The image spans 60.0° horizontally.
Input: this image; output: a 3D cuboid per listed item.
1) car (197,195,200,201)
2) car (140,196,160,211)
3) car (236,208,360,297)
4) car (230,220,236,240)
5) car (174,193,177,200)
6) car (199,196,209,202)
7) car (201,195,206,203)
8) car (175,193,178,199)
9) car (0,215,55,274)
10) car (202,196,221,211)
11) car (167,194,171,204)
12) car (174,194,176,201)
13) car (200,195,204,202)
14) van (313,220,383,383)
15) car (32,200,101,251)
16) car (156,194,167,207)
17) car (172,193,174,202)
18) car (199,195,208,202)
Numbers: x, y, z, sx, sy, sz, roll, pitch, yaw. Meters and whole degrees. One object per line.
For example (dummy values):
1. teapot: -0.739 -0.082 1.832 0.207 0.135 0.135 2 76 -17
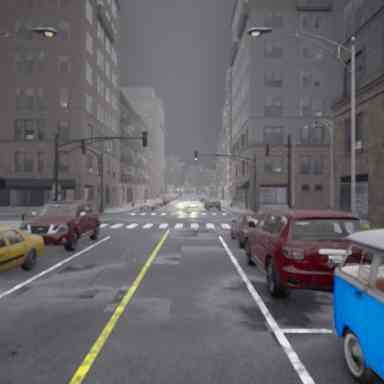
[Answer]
1. car: 2.687 1.543 68.615 2.008 1.369 4.403 0 0 0
2. car: -5.386 1.519 41.042 1.752 1.417 4.829 0 0 0
3. car: 2.643 1.314 8.519 2.192 1.841 5.009 0 0 0
4. car: 2.647 1.580 14.198 1.802 1.307 4.206 0 0 0
5. car: -5.344 1.558 79.586 1.947 1.339 4.313 0 0 0
6. car: 2.691 1.543 74.097 2.008 1.369 4.403 0 0 0
7. car: 2.671 1.538 46.688 1.887 1.381 4.507 0 0 0
8. car: -5.338 1.307 85.068 2.192 1.841 5.009 0 0 0
9. car: -5.395 1.524 8.355 1.752 1.417 4.829 0 0 0
10. car: 2.667 1.544 41.206 2.008 1.369 4.403 0 0 0
11. car: -5.368 1.308 57.658 2.192 1.841 5.009 0 0 0
12. car: -5.350 1.543 74.104 2.008 1.369 4.403 0 0 0
13. car: 2.675 1.544 52.170 2.008 1.369 4.403 0 0 0
14. van: 2.639 1.341 2.840 1.690 1.788 3.998 0 0 0
15. car: -5.391 1.313 14.205 2.192 1.841 5.009 0 0 0
16. car: -5.374 1.518 52.006 1.752 1.417 4.829 0 0 0
17. car: -5.356 1.432 68.622 1.967 1.590 4.097 0 0 0
18. car: 2.696 1.432 79.580 1.967 1.590 4.097 0 0 0
